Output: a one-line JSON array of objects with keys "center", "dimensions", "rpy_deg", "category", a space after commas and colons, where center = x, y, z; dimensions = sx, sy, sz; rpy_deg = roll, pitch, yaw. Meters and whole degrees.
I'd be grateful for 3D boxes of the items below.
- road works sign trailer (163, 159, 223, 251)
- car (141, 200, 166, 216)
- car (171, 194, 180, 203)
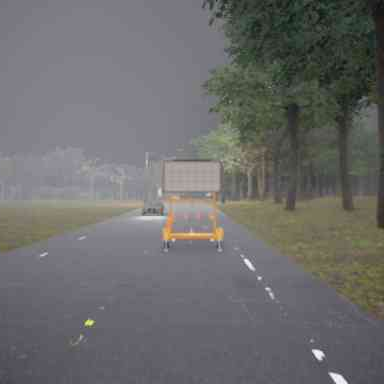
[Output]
[{"center": [0.014, 0.433, 13.839], "dimensions": [2.380, 3.560, 2.880], "rpy_deg": [0, 0, -1], "category": "road works sign trailer"}, {"center": [-3.590, 1.504, 31.677], "dimensions": [1.994, 1.385, 4.181], "rpy_deg": [0, 0, 0], "category": "car"}, {"center": [-3.488, 1.364, 68.819], "dimensions": [2.097, 1.767, 4.553], "rpy_deg": [0, 0, 0], "category": "car"}]
